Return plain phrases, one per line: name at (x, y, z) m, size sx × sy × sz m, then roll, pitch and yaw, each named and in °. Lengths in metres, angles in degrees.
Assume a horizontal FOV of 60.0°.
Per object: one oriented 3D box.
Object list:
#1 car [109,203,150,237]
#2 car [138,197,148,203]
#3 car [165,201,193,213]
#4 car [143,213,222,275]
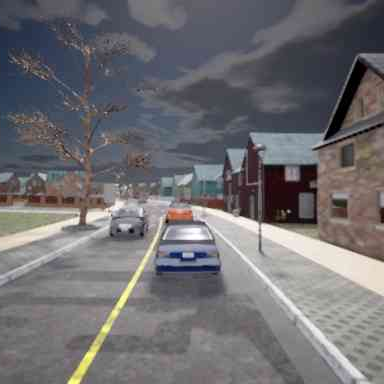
car at (-3.457, 1.615, 18.946) m, size 2.128 × 1.511 × 4.902 m, roll 0°, pitch 0°, yaw -3°
car at (-11.152, 1.973, 75.083) m, size 1.837 × 1.490 × 4.892 m, roll 0°, pitch 0°, yaw -13°
car at (-1.061, 1.525, 26.558) m, size 2.097 × 1.767 × 4.553 m, roll 0°, pitch 0°, yaw -4°
car at (-0.167, 1.618, 10.708) m, size 2.033 × 1.411 × 5.357 m, roll 0°, pitch 0°, yaw -2°
